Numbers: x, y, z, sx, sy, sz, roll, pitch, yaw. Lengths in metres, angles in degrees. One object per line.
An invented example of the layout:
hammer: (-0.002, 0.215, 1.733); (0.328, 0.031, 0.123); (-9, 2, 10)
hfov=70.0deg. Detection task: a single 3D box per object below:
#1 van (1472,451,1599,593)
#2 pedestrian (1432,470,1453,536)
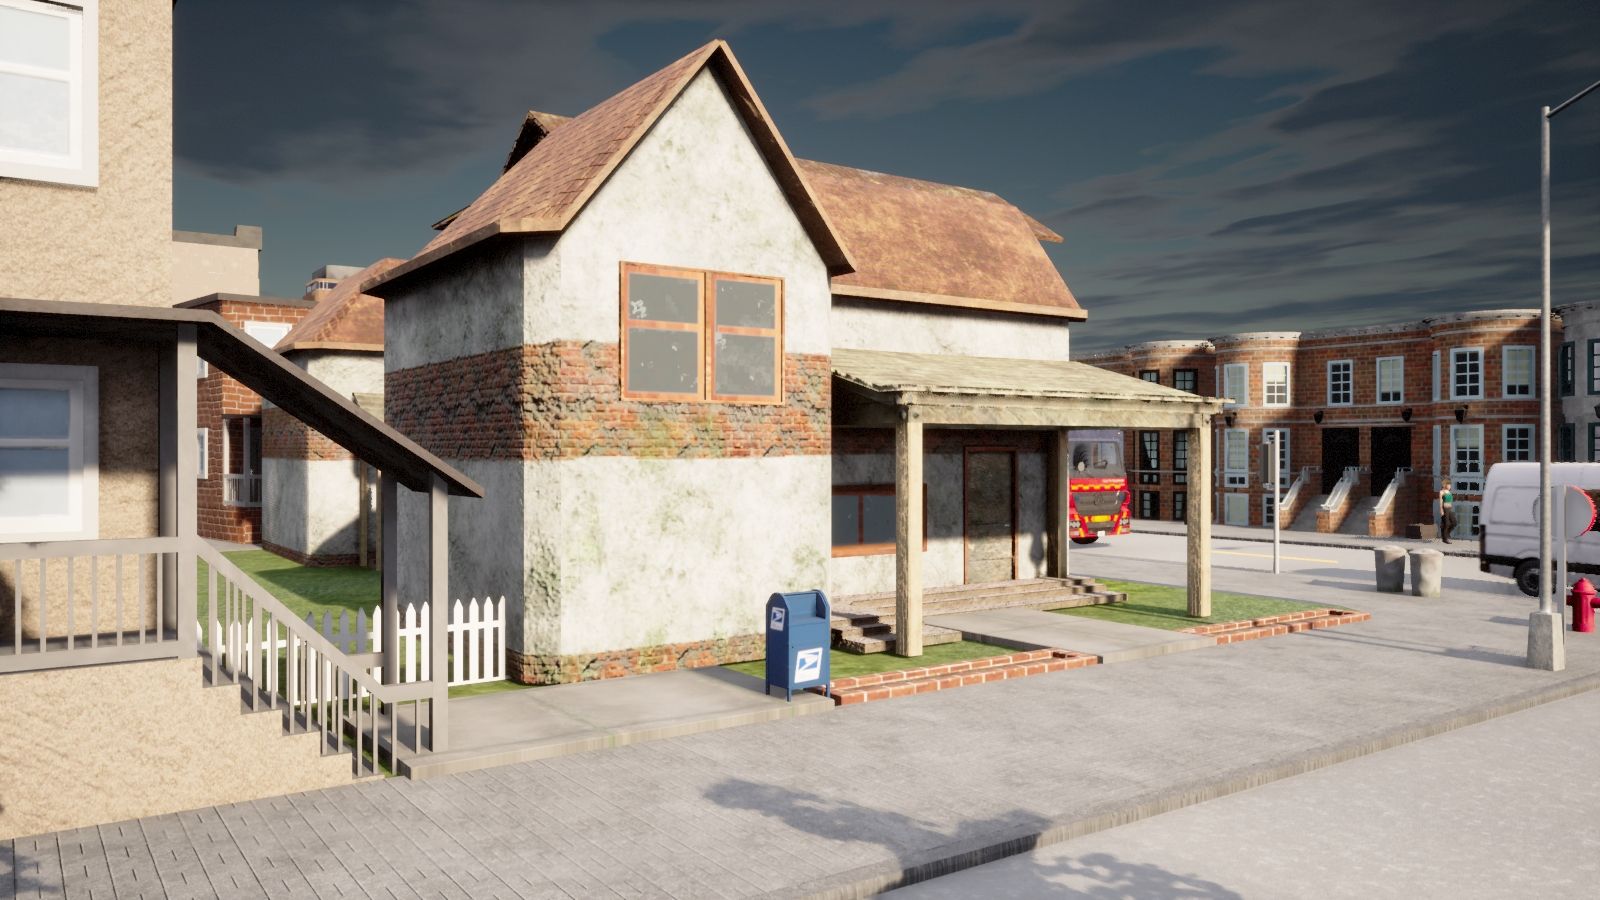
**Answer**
van: (15.554, 1.305, 20.508); (1.988, 2.561, 5.915); (0, 0, -26)
pedestrian: (18.307, 1.511, 32.551); (0.375, 1.860, 0.375); (0, 0, -28)
